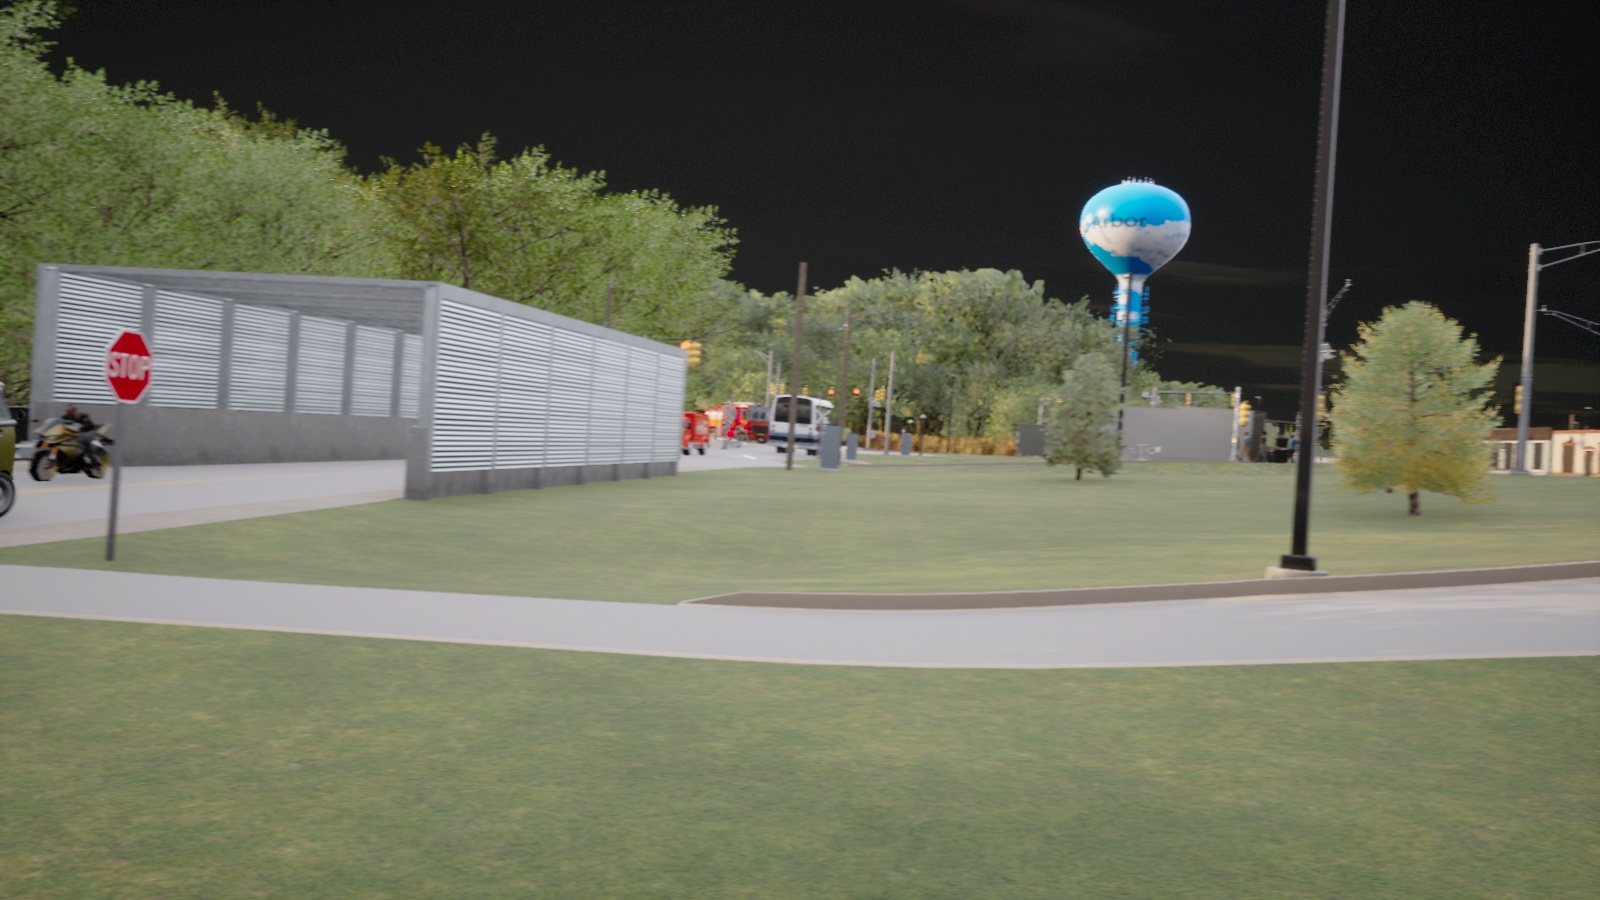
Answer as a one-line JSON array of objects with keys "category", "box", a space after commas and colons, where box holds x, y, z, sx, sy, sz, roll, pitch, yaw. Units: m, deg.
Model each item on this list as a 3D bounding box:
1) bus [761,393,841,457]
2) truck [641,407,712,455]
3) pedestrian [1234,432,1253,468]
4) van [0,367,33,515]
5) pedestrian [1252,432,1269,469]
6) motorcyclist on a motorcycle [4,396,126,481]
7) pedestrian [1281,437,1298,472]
[{"category": "bus", "box": [0.197, -1.817, 93.809, 3.944, 4.253, 10.273, 5, 1, 10]}, {"category": "truck", "box": [-7.016, -1.056, 72.149, 2.627, 2.467, 5.204, 4, 1, 10]}, {"category": "pedestrian", "box": [24.600, -0.008, 69.633, 0.788, 1.949, 0.423, 5, -1, -9]}, {"category": "van", "box": [-11.206, -0.124, 15.587, 1.775, 1.987, 4.442, 4, 1, -18]}, {"category": "pedestrian", "box": [25.136, 0.034, 68.535, 0.666, 1.930, 0.402, 4, -1, 12]}, {"category": "motorcyclist on a motorcycle", "box": [-14.330, -0.232, 24.579, 0.866, 1.530, 2.191, 4, 1, 5]}, {"category": "pedestrian", "box": [27.457, 0.224, 70.443, 0.396, 1.930, 0.692, 5, -1, -12]}]
